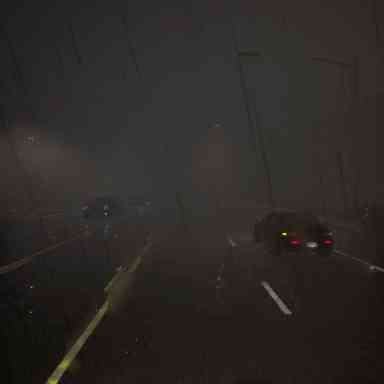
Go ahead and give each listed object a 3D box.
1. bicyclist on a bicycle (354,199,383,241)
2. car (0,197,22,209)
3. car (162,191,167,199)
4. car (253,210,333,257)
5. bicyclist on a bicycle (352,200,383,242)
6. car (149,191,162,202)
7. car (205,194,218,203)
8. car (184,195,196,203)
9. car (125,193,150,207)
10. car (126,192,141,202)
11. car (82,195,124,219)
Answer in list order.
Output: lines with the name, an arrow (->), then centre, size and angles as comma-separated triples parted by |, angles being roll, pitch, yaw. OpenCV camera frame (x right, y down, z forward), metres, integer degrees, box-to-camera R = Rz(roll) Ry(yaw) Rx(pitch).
bicyclist on a bicycle -> 8.007, 1.152, 14.247 | 1.656, 1.620, 0.582 | -7, -3, -13
car -> -24.051, 1.320, 41.847 | 4.902, 1.511, 2.128 | 0, 0, 4
car -> -7.541, 0.983, 76.306 | 1.895, 1.301, 4.718 | 0, 1, 0
car -> 3.564, 1.407, 12.362 | 1.812, 1.442, 4.674 | 0, 1, -2
bicyclist on a bicycle -> 7.498, 1.236, 13.894 | 1.656, 1.620, 0.582 | -8, 1, 8
car -> -7.443, 1.054, 62.847 | 2.128, 1.511, 4.902 | 0, 0, 0
car -> 3.219, 1.036, 54.489 | 1.882, 1.535, 5.008 | 0, 1, 0
car -> -0.294, 1.133, 56.079 | 1.994, 1.385, 4.181 | 0, 0, 0
car -> -7.377, 1.174, 45.225 | 1.882, 1.535, 5.008 | 0, 0, 0
car -> -10.965, 0.937, 62.646 | 2.097, 1.767, 4.553 | 0, 0, 0
car -> -7.277, 1.189, 26.956 | 2.097, 1.767, 4.553 | 0, 0, 0
